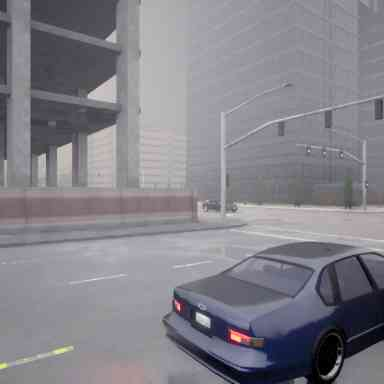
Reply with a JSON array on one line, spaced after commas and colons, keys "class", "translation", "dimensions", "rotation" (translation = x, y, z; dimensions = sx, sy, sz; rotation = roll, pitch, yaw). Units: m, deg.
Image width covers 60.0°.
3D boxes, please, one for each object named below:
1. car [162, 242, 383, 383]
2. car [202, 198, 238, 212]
[{"class": "car", "translation": [2.184, 1.547, 5.348], "dimensions": [5.357, 1.411, 2.033], "rotation": [0, 0, -35]}, {"class": "car", "translation": [3.106, 1.505, 37.433], "dimensions": [1.837, 1.490, 4.892], "rotation": [0, 0, -36]}]
